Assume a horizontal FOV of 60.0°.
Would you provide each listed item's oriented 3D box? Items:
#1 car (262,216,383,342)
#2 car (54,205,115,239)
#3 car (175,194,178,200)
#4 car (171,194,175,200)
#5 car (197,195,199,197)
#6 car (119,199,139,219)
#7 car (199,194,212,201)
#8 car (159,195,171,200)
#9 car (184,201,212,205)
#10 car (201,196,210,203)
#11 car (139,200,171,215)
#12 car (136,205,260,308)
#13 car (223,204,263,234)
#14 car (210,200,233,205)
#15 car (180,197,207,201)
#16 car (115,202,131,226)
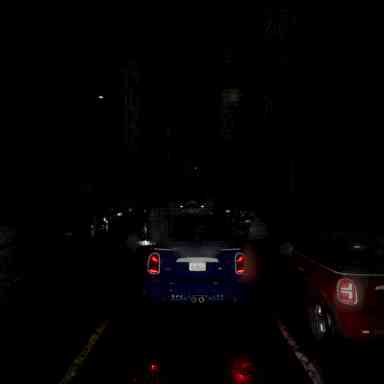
[{"bbox_3d":[2.851,1.440,6.488,1.967,1.590,4.097,0,0,0],"label":"car"},{"bbox_3d":[-5.678,1.567,17.488,1.947,1.339,4.313,0,0,0],"label":"car"},{"bbox_3d":[-5.621,1.638,92.466,1.752,1.417,4.829,0,0,0],"label":"car"},{"bbox_3d":[-5.644,1.616,76.410,2.008,1.369,4.403,0,0,0],"label":"car"},{"bbox_3d":[2.881,1.616,76.401,2.008,1.369,4.403,0,0,0],"label":"car"},{"bbox_3d":[-5.682,1.444,28.491,1.967,1.590,4.097,0,0,0],"label":"car"},{"bbox_3d":[2.864,1.484,65.584,1.967,1.590,4.097,0,0,0],"label":"car"},{"bbox_3d":[-5.660,1.626,65.594,1.802,1.307,4.206,0,0,0],"label":"car"},{"bbox_3d":[0.089,1.479,17.336,1.882,1.535,5.008,0,0,0],"label":"car"},{"bbox_3d":[2.873,1.580,71.163,1.752,1.417,4.829,0,0,0],"label":"car"},{"bbox_3d":[-3.020,1.604,28.540,1.895,1.301,4.718,0,0,0],"label":"car"},{"bbox_3d":[0.096,1.352,8.055,2.097,1.767,4.553,0,0,0],"label":"car"},{"bbox_3d":[2.847,1.552,17.491,2.008,1.369,4.403,0,0,0],"label":"car"},{"bbox_3d":[2.844,1.569,28.493,1.947,1.339,4.313,0,0,0],"label":"car"},{"bbox_3d":[-0.010,1.460,27.358,1.801,1.575,5.366,0,0,0],"label":"car"},{"bbox_3d":[-5.680,1.584,22.989,1.802,1.307,4.206,0,0,0],"label":"car"}]
